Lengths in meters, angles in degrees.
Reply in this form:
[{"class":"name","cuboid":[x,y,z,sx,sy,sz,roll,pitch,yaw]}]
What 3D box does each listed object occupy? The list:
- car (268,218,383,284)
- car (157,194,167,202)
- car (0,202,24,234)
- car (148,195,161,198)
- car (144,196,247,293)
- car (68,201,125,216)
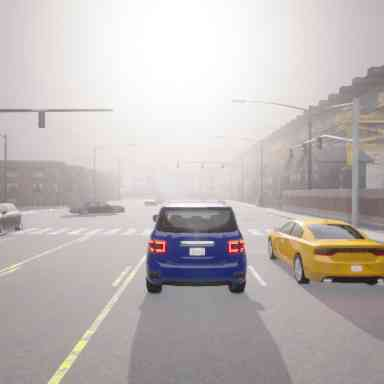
[{"class":"car","cuboid":[3.565,1.502,9.667,1.882,1.535,5.008,0,0,0]},{"class":"car","cuboid":[-6.995,1.441,77.908,2.097,1.767,4.553,0,0,0]},{"class":"car","cuboid":[-10.752,1.348,17.626,2.097,1.767,4.553,0,0,-7]},{"class":"car","cuboid":[-7.070,1.606,57.977,2.033,1.411,5.357,0,0,0]},{"class":"car","cuboid":[0.065,1.236,9.041,2.150,2.045,5.566,0,0,-1]},{"class":"car","cuboid":[-9.406,1.567,32.851,5.357,1.411,2.033,0,0,-29]}]
